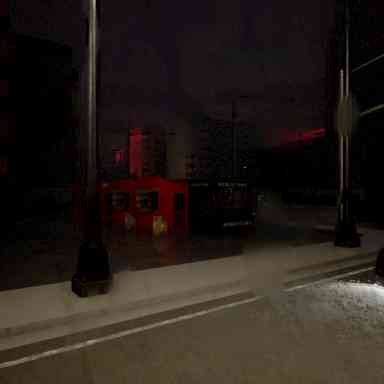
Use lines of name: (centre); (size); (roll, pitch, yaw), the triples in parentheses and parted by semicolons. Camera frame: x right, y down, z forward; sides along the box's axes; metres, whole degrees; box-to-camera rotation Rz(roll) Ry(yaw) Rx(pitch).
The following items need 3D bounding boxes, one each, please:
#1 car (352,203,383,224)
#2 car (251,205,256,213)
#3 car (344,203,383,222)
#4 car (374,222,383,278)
car: (13.252, 1.563, 23.238); (1.837, 1.490, 4.892); (0, 0, -36)
car: (5.577, 1.792, 39.841); (1.812, 1.442, 4.674); (0, -1, -36)
car: (14.889, 1.640, 26.977); (1.994, 1.385, 4.181); (0, -1, -36)
car: (6.605, 1.562, 8.643); (4.181, 1.385, 1.994); (0, 0, -35)
